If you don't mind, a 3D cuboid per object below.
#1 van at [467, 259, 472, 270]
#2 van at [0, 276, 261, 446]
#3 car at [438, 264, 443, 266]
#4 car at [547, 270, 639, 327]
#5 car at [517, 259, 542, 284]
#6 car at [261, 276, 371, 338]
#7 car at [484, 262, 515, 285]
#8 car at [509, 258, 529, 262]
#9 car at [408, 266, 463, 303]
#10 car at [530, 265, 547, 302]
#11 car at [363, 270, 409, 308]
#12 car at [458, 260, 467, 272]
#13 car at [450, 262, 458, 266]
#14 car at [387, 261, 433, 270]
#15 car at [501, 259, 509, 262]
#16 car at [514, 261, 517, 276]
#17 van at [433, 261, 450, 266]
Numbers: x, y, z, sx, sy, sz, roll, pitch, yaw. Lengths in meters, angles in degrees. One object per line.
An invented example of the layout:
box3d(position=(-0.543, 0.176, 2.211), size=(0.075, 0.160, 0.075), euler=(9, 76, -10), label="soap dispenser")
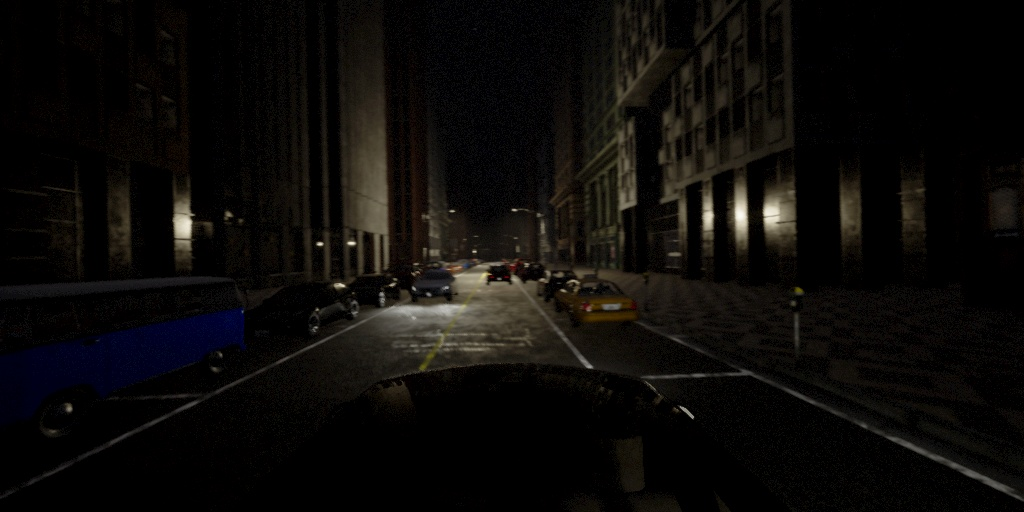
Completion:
box3d(position=(-8.345, 1.515, 61.467), size=(1.690, 1.789, 3.998), euler=(0, 0, -3), label="van")
box3d(position=(-5.834, 1.239, 5.156), size=(1.690, 1.789, 3.998), euler=(0, 0, -3), label="van")
box3d(position=(-6.838, 1.554, 27.681), size=(1.888, 1.381, 4.507), euler=(0, 0, -3), label="car")
box3d(position=(2.421, 1.255, 11.349), size=(1.751, 1.417, 4.829), euler=(0, 0, -3), label="car")
box3d(position=(1.676, 1.252, 28.071), size=(1.967, 1.591, 4.097), euler=(0, 0, -3), label="car")
box3d(position=(-6.085, 1.492, 10.787), size=(1.948, 1.339, 4.313), euler=(0, 0, -3), label="car")
box3d(position=(-0.983, 1.397, 27.218), size=(1.812, 1.442, 4.674), euler=(-1, 0, -3), label="car")
box3d(position=(1.174, 1.182, 39.333), size=(2.192, 1.841, 5.009), euler=(0, 0, -3), label="car")
box3d(position=(-3.758, 1.426, 18.103), size=(1.812, 1.442, 4.674), euler=(-1, 0, -2), label="car")
box3d(position=(2.178, 1.308, 16.810), size=(2.007, 1.370, 4.403), euler=(0, 0, -3), label="car")
box3d(position=(-6.336, 1.519, 16.419), size=(1.948, 1.339, 4.313), euler=(0, 0, -3), label="car")
box3d(position=(-7.843, 1.559, 50.205), size=(1.967, 1.591, 4.097), euler=(0, 0, -3), label="car")
box3d(position=(-7.340, 1.503, 38.943), size=(1.967, 1.591, 4.097), euler=(0, 0, -3), label="car")
box3d(position=(-6.587, 1.296, 22.049), size=(2.192, 1.841, 5.009), euler=(0, 0, -3), label="car")
box3d(position=(-1.588, 1.427, 40.359), size=(2.128, 1.511, 4.902), euler=(-1, 0, -2), label="car")
box3d(position=(1.425, 1.406, 33.702), size=(1.948, 1.339, 4.313), euler=(0, 0, -3), label="car")
box3d(position=(-7.089, 1.377, 33.312), size=(1.690, 1.789, 3.998), euler=(0, 0, -3), label="van")
